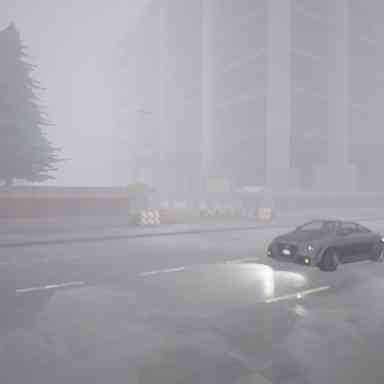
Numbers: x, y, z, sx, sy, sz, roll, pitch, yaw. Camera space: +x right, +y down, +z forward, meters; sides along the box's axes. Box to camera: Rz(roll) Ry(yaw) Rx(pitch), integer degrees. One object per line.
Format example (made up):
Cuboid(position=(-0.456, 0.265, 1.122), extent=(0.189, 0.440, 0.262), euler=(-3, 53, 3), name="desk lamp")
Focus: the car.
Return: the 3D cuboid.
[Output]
Cuboid(position=(4.494, 1.620, 10.979), extent=(4.181, 1.385, 1.994), euler=(0, 0, -33), name="car")
